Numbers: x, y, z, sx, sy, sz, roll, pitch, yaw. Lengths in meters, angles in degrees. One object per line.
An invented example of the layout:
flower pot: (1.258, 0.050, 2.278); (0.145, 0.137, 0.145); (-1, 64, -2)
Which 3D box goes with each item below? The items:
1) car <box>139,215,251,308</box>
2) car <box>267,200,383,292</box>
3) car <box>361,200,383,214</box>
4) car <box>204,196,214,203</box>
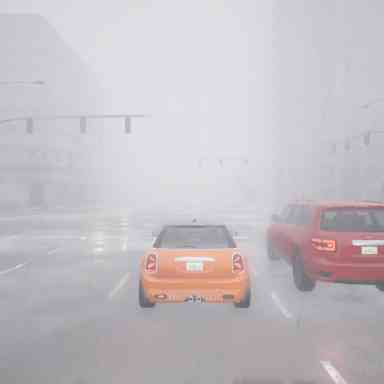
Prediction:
car: (0.066, 1.352, 8.082); (2.097, 1.767, 4.553); (0, 0, 1)
car: (3.544, 1.221, 9.106); (2.150, 2.045, 5.566); (0, 0, 2)
car: (20.493, 1.564, 35.263); (4.181, 1.385, 1.994); (0, 0, 1)
car: (3.615, 1.525, 71.071); (1.812, 1.442, 4.674); (0, 0, 0)
